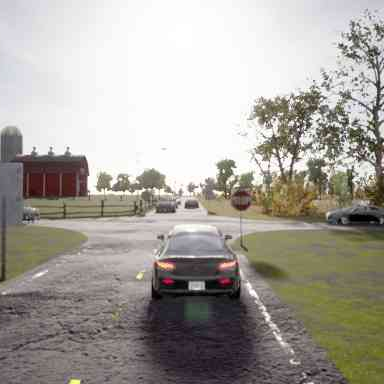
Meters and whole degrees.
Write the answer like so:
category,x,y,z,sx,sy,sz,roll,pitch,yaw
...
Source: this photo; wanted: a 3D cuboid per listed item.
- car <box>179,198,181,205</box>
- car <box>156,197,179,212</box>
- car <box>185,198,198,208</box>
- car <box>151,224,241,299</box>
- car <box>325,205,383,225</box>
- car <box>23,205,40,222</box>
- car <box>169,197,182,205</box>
category,x,y,z,sx,sy,sz,roll,pitch,yaw
car,-2.960,1.544,47.666,1.837,1.490,4.892,0,0,0
car,-2.946,1.379,38.268,2.097,1.767,4.553,0,0,0
car,-0.035,1.606,50.327,1.994,1.385,4.181,0,0,0
car,0.074,1.529,8.305,1.812,1.442,4.674,0,0,0
car,12.917,1.741,25.789,4.902,1.511,2.128,1,-1,0
car,-12.726,1.175,22.476,4.553,1.767,2.097,1,-1,2
car,-2.953,1.607,60.492,2.033,1.411,5.357,0,0,0
